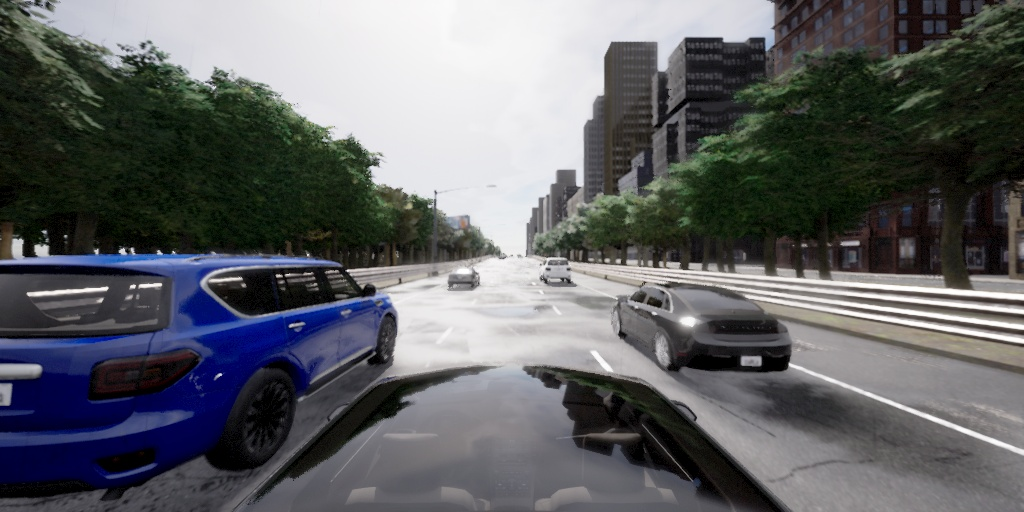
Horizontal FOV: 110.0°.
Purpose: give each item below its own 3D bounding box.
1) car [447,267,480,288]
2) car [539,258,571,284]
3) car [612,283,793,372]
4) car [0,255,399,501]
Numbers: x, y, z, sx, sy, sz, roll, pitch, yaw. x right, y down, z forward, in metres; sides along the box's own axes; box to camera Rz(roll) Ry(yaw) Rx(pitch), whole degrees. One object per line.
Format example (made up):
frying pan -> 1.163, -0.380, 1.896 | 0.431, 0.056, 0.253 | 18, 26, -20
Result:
car -> -3.420, 1.497, 26.060 | 2.033, 1.411, 5.357 | 0, 0, 0
car -> 3.582, 1.196, 30.193 | 2.150, 2.045, 5.566 | 0, 0, 0
car -> 3.585, 1.324, 7.772 | 1.837, 1.490, 4.892 | 0, 0, 0
car -> -3.411, 1.013, 5.029 | 2.150, 2.045, 5.566 | 0, 0, 0
